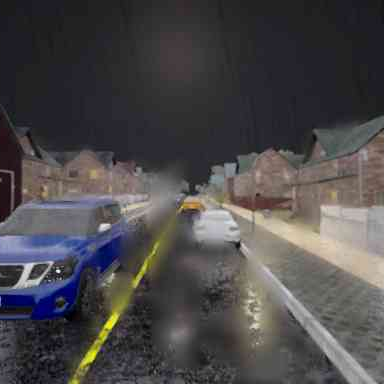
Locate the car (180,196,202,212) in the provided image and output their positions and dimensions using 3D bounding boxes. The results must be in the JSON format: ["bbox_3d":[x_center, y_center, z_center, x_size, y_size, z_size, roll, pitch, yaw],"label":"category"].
[{"bbox_3d":[0.043,1.311,35.949,1.882,1.535,5.008,0,0,1],"label":"car"}]

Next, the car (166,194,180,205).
[{"bbox_3d":[-2.800,1.131,51.292,2.097,1.767,4.553,0,0,0],"label":"car"}]

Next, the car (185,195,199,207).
[{"bbox_3d":[0.021,1.294,48.465,1.837,1.490,4.892,0,1,0],"label":"car"}]

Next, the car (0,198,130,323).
[{"bbox_3d":[-2.847,1.182,7.466,2.150,2.045,5.566,0,0,0],"label":"car"}]

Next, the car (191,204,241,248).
[{"bbox_3d":[0.968,1.454,14.226,1.812,1.442,4.674,0,0,0],"label":"car"}]
